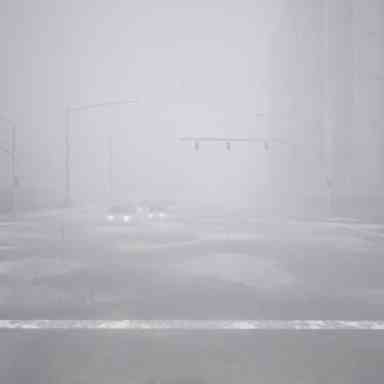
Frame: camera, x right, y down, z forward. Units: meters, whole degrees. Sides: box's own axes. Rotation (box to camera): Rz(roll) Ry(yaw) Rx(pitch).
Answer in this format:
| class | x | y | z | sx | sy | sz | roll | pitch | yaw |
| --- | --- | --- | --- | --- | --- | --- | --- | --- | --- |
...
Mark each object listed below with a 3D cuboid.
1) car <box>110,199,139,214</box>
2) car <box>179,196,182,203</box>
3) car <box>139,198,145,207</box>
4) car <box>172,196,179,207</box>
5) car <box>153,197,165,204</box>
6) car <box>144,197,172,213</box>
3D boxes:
| class | x | y | z | sx | sy | sz | roll | pitch | yaw |
| --- | --- | --- | --- | --- | --- | --- | --- | --- | --- |
| car | -7.268 | 1.480 | 35.072 | 1.882 | 1.535 | 5.008 | 0 | 0 | 1 |
| car | -3.144 | 1.592 | 69.371 | 1.994 | 1.385 | 4.181 | 0 | 0 | 1 |
| car | -7.029 | 1.603 | 50.848 | 1.895 | 1.301 | 4.718 | 0 | 0 | 1 |
| car | -3.497 | 1.567 | 52.534 | 1.994 | 1.385 | 4.181 | 0 | 0 | 1 |
| car | -6.683 | 1.628 | 67.410 | 1.895 | 1.301 | 4.718 | 0 | 0 | 1 |
| car | -3.735 | 1.549 | 37.778 | 2.033 | 1.411 | 5.357 | 0 | 0 | 1 |
